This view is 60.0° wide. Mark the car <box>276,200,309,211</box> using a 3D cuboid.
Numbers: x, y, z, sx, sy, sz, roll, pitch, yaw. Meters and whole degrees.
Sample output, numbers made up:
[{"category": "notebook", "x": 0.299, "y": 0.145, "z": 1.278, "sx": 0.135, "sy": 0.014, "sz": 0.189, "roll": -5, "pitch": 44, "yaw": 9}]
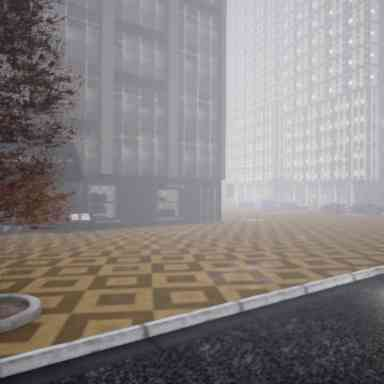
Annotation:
[{"category": "car", "x": 16.909, "y": 2.364, "z": 55.458, "sx": 2.033, "sy": 1.411, "sz": 5.357, "roll": 1, "pitch": -1, "yaw": -23}]

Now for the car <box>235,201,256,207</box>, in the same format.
[{"category": "car", "x": 12.103, "y": 2.632, "z": 74.087, "sx": 1.895, "sy": 1.301, "sz": 4.718, "roll": 1, "pitch": -1, "yaw": -24}]

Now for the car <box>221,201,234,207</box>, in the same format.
[{"category": "car", "x": 6.679, "y": 2.715, "z": 72.258, "sx": 2.008, "sy": 1.369, "sz": 4.403, "roll": -1, "pitch": -1, "yaw": -24}]

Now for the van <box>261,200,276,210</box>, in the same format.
[{"category": "van", "x": 13.445, "y": 2.184, "z": 56.806, "sx": 1.690, "sy": 1.788, "sz": 3.998, "roll": 0, "pitch": -1, "yaw": -24}]

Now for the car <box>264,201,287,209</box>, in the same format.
[{"category": "car", "x": 16.246, "y": 2.513, "z": 64.708, "sx": 1.837, "sy": 1.490, "sz": 4.892, "roll": 1, "pitch": -1, "yaw": -22}]

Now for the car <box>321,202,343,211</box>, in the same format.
[{"category": "car", "x": 23.381, "y": 2.377, "z": 55.012, "sx": 1.947, "sy": 1.339, "sz": 4.313, "roll": -1, "pitch": -1, "yaw": -24}]

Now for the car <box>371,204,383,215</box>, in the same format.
[{"category": "car", "x": 22.474, "y": 1.978, "z": 36.195, "sx": 2.008, "sy": 1.369, "sz": 4.403, "roll": 0, "pitch": -1, "yaw": -24}]

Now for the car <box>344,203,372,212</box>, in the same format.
[{"category": "car", "x": 25.637, "y": 2.273, "z": 49.860, "sx": 1.947, "sy": 1.339, "sz": 4.313, "roll": -1, "pitch": -1, "yaw": -24}]
